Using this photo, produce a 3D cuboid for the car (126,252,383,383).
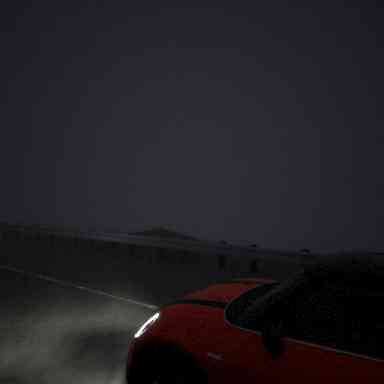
[{"bbox_3d":[1.525,1.360,2.979,4.553,1.767,2.097,-1,0,36],"label":"car"}]
